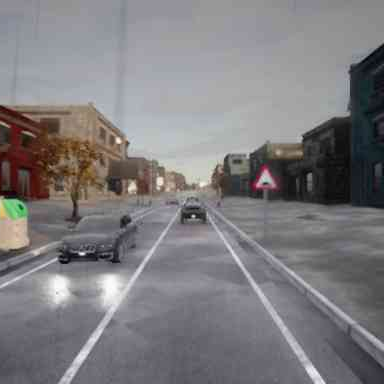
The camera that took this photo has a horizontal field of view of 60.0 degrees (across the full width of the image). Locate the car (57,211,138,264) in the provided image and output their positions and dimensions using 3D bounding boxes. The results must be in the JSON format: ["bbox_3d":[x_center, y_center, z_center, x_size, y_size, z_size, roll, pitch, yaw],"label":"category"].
[{"bbox_3d":[-3.099,1.489,11.812,1.837,1.490,4.892,0,0,0],"label":"car"}]

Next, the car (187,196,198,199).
[{"bbox_3d":[0.080,1.351,44.318,2.033,1.649,4.856,0,1,0],"label":"car"}]

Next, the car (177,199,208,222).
[{"bbox_3d":[0.098,1.452,24.927,1.837,1.490,4.892,0,-1,0],"label":"car"}]

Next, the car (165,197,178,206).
[{"bbox_3d":[-3.081,1.446,52.377,1.994,1.385,4.181,0,0,0],"label":"car"}]
